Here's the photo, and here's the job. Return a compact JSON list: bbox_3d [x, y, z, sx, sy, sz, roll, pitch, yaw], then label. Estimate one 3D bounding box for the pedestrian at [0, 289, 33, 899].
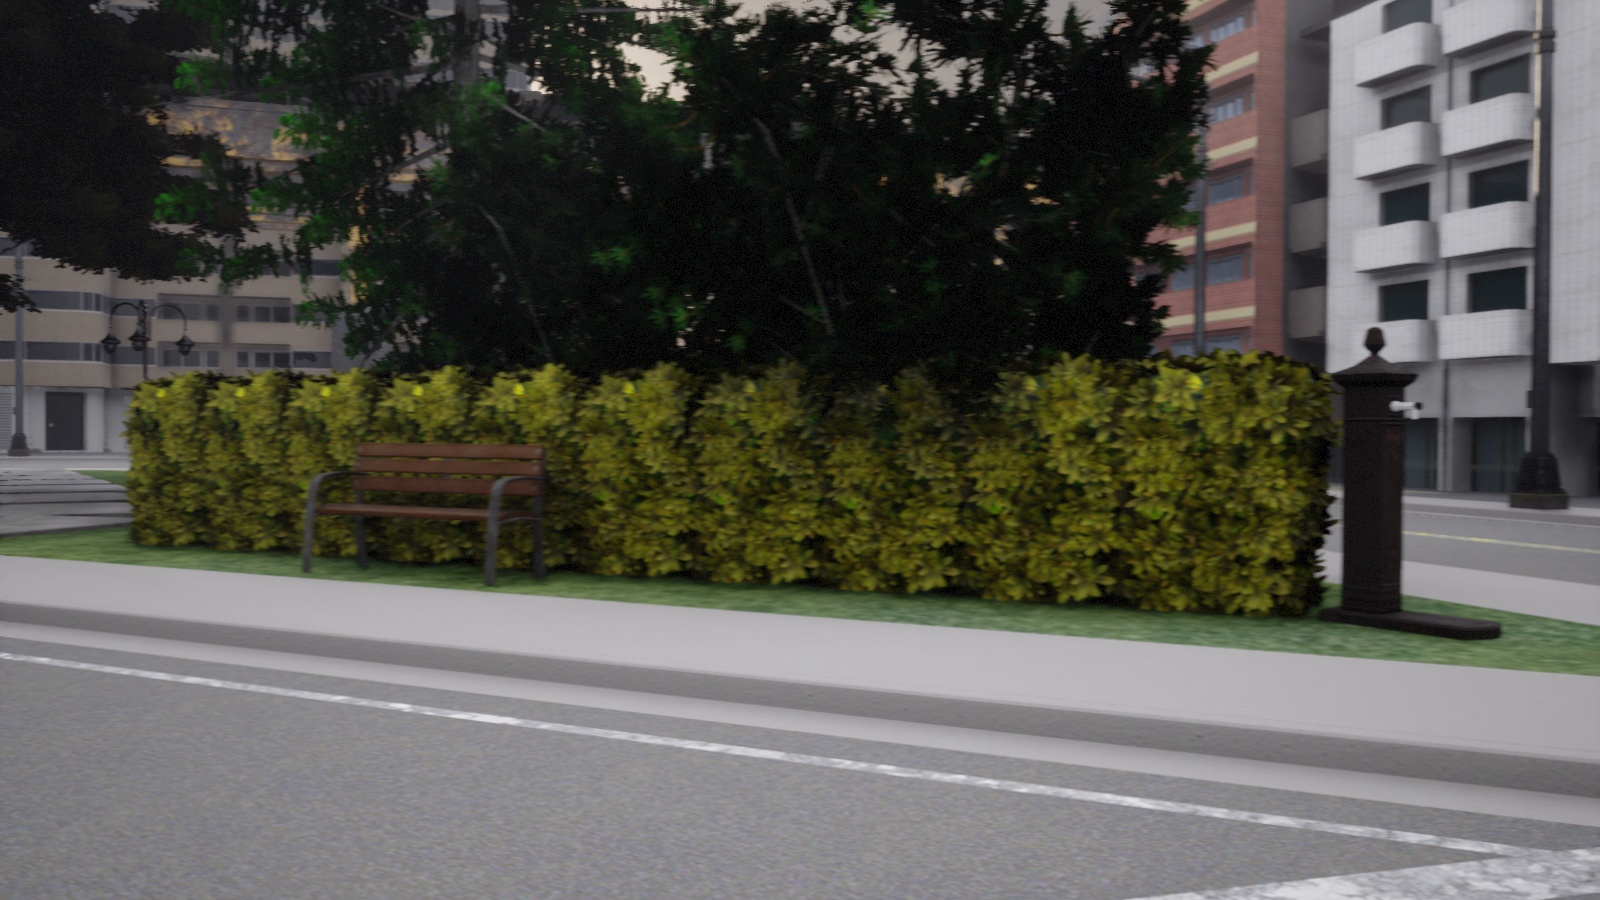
[{"bbox_3d":[-2.518,0.473,3.434,0.594,1.836,0.345,-1,1,-2],"label":"pedestrian"}]
